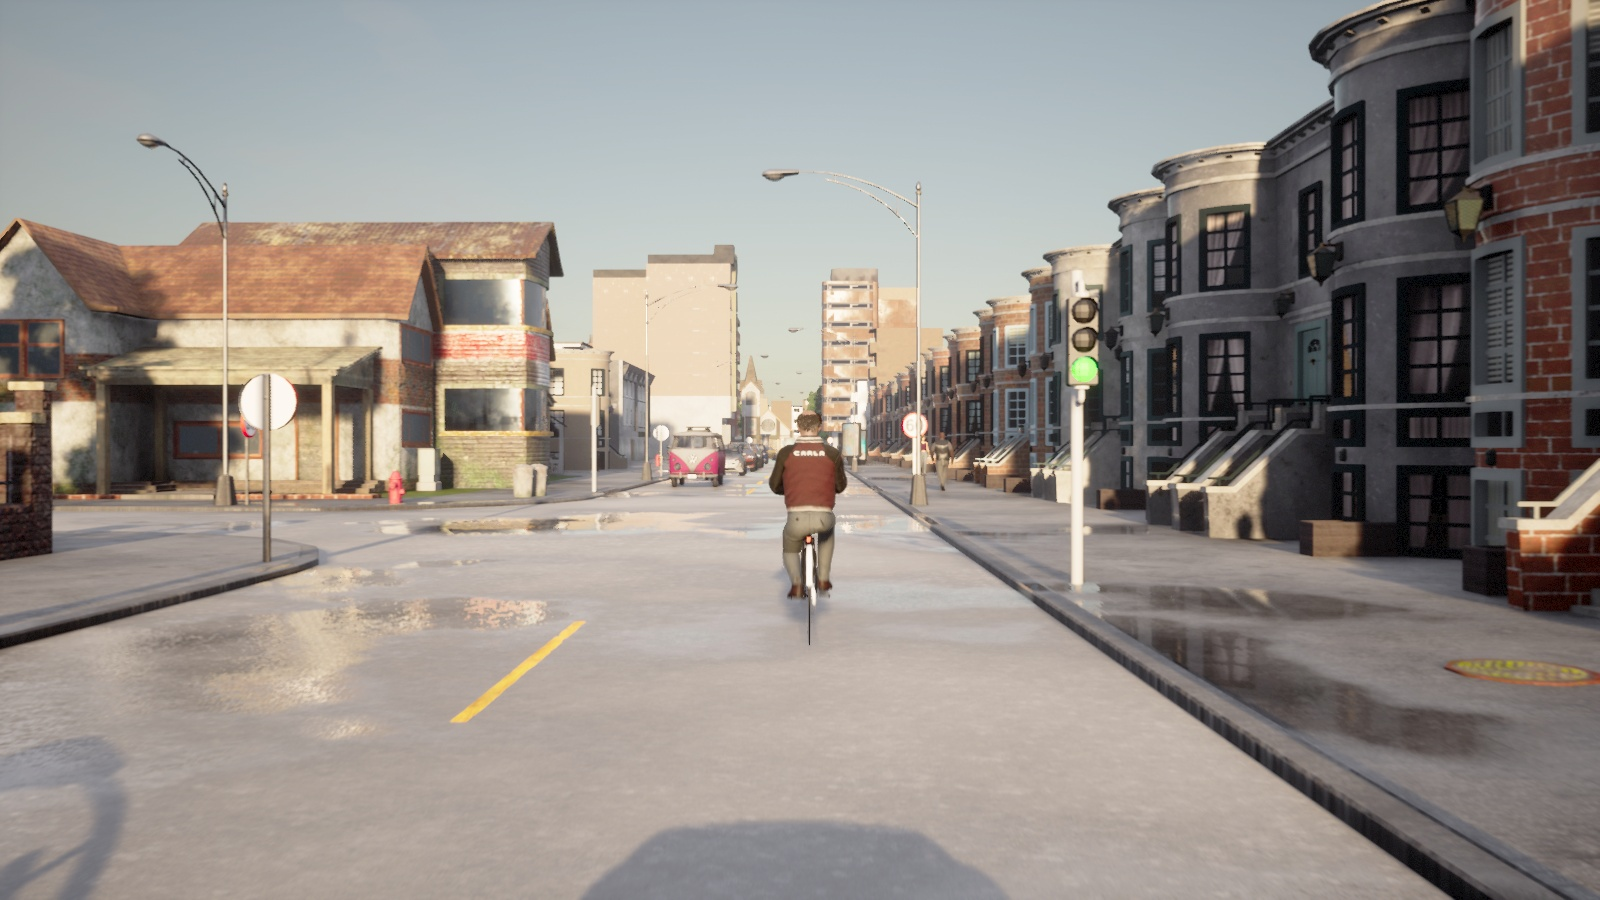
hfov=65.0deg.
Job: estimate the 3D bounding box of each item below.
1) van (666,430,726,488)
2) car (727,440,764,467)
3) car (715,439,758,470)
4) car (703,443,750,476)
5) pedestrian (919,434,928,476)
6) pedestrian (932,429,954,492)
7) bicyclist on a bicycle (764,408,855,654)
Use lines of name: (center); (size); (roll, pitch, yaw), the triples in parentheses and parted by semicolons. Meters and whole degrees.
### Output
van: (-3.699, 0.310, 45.432); (1.775, 1.987, 4.442); (0, 0, 1)
car: (-3.460, 0.191, 80.675); (2.152, 1.651, 5.027); (0, 0, 1)
car: (-3.528, 0.231, 71.071); (2.152, 1.651, 5.027); (0, 0, 0)
car: (-3.592, 0.437, 61.760); (2.007, 1.525, 4.514); (0, 0, 0)
pedestrian: (5.470, 0.230, 55.641); (0.345, 1.836, 0.594); (0, 0, 2)
pedestrian: (4.312, 0.304, 37.940); (0.563, 1.883, 0.849); (0, 0, 1)
bicyclist on a bicycle: (0.073, 0.577, 9.978); (0.659, 1.776, 1.843); (0, 0, 0)
